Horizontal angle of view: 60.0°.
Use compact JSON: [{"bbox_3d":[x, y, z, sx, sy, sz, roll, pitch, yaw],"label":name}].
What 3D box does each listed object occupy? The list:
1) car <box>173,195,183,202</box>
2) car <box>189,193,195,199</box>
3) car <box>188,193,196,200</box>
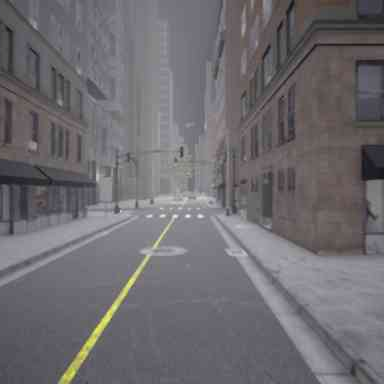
[{"bbox_3d":[-2.988,1.362,70.441,1.895,1.301,4.718,0,0,0],"label":"car"},{"bbox_3d":[0.014,1.049,90.182,1.812,1.442,4.674,0,0,0],"label":"car"},{"bbox_3d":[0.013,1.250,79.759,2.128,1.511,4.902,0,0,0],"label":"car"}]
